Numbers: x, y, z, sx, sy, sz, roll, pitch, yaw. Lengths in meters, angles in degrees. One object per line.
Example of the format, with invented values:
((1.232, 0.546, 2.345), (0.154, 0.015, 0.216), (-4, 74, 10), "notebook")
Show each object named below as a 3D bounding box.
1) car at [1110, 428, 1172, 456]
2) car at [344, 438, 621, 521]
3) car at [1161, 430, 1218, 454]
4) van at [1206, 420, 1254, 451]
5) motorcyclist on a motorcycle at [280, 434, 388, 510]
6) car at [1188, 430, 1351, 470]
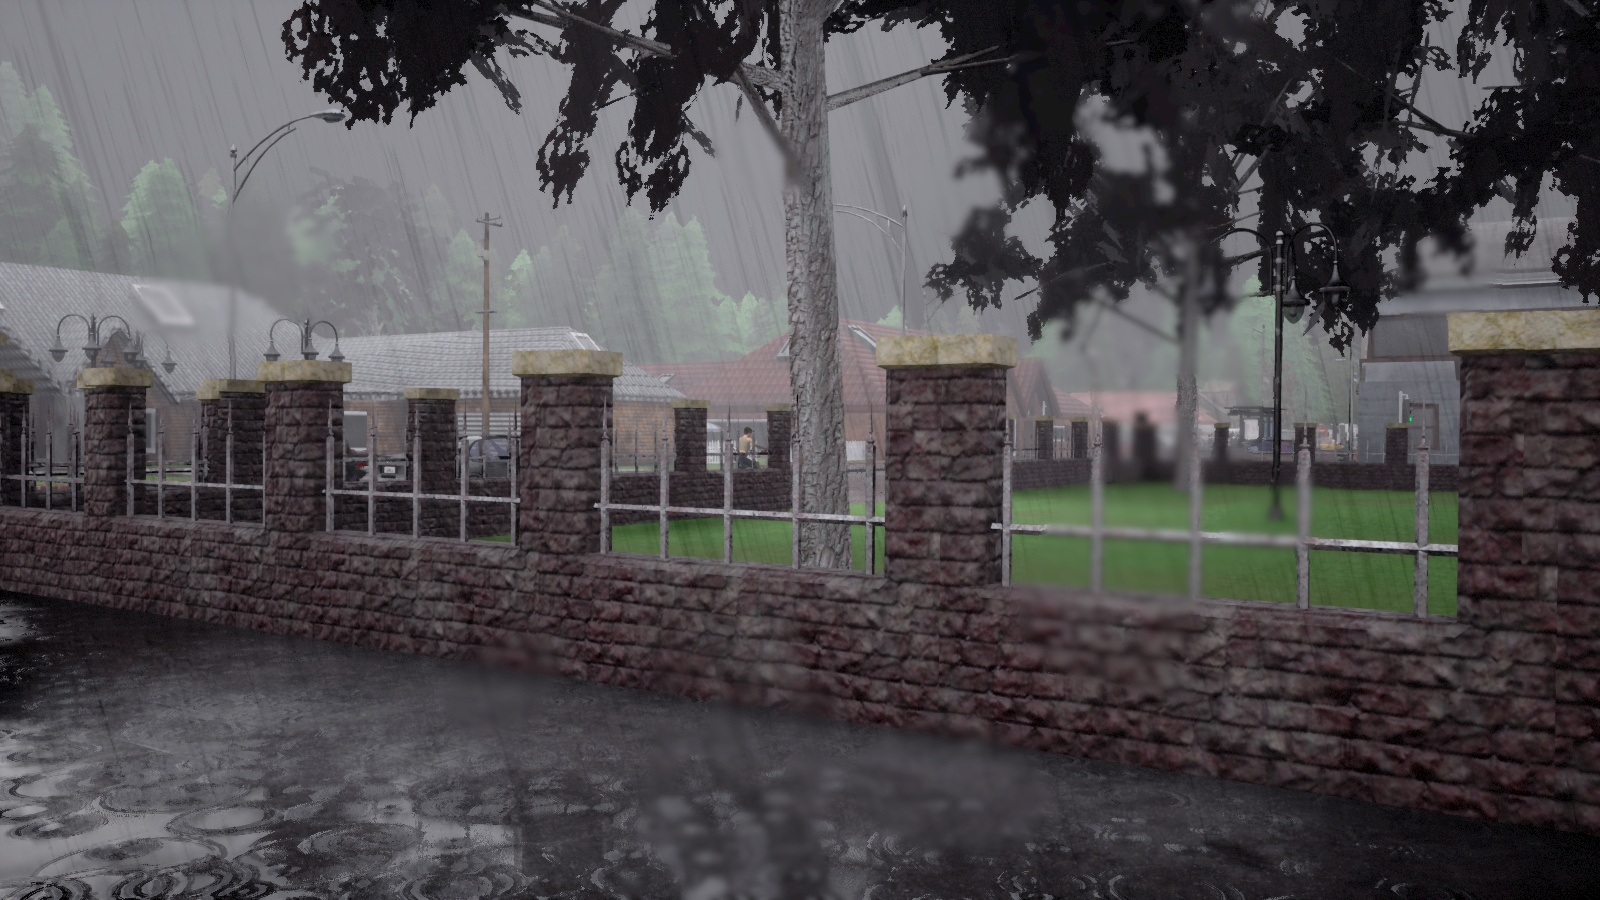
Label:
((19.229, -0.460, 70.638), (2.007, 1.525, 4.514), (0, 1, 34), "car")
((-6.040, 0.496, 24.689), (2.033, 1.411, 5.357), (0, 1, 32), "car")
((24.409, -0.515, 78.576), (2.033, 1.411, 5.357), (0, 1, 33), "car")
((29.658, -0.996, 86.589), (2.069, 2.038, 4.480), (0, 1, 33), "van")
((-9.766, 0.442, 26.386), (0.797, 1.523, 2.044), (0, 1, 33), "motorcyclist on a motorcycle")
((17.489, -0.020, 46.883), (5.357, 1.411, 2.033), (0, 1, 33), "car")
